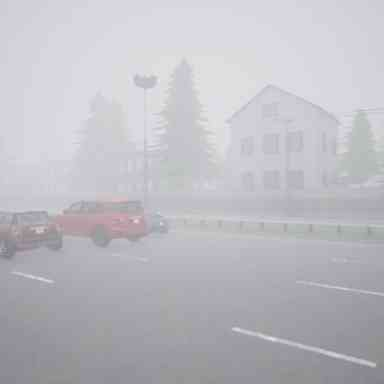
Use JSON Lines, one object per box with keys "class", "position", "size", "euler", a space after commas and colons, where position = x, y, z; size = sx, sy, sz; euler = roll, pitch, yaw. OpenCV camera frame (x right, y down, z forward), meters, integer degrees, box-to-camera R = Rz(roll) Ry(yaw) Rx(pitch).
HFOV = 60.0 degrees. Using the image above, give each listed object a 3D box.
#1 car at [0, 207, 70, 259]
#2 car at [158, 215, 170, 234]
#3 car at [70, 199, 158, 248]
{"class": "car", "position": [-7.271, 1.481, 13.373], "size": [4.553, 1.767, 2.097], "euler": [-1, 0, 36]}
{"class": "car", "position": [-3.302, 1.695, 19.140], "size": [4.181, 1.385, 1.994], "euler": [-1, 0, 36]}
{"class": "car", "position": [-4.544, 1.346, 15.715], "size": [5.566, 2.045, 2.150], "euler": [0, 0, 36]}
